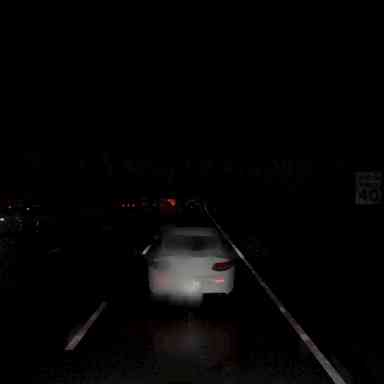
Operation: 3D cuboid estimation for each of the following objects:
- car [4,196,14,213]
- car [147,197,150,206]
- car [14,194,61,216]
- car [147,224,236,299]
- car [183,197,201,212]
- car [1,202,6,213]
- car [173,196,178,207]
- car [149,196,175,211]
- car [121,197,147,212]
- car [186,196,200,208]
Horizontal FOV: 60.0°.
[{"bbox_3d":[-18.533,1.215,36.591,2.150,2.045,5.566,0,0,0],"label":"car"},{"bbox_3d":[-6.806,1.516,49.677,1.812,1.442,4.674,0,0,1],"label":"car"},{"bbox_3d":[-15.043,1.215,33.255,2.150,2.045,5.566,0,0,0],"label":"car"},{"bbox_3d":[-0.012,1.524,8.304,1.812,1.442,4.674,0,0,0],"label":"car"},{"bbox_3d":[-0.012,1.518,39.321,1.812,1.442,4.674,0,0,1],"label":"car"},{"bbox_3d":[-15.106,1.560,22.774,1.994,1.385,4.181,0,0,0],"label":"car"},{"bbox_3d":[-3.308,1.343,49.559,2.097,1.767,4.553,0,0,1],"label":"car"},{"bbox_3d":[-3.508,1.557,39.731,1.994,1.385,4.181,0,0,1],"label":"car"},{"bbox_3d":[-7.012,1.540,39.316,2.033,1.411,5.357,0,0,1],"label":"car"},{"bbox_3d":[0.193,1.468,49.538,1.882,1.535,5.008,0,0,1],"label":"car"}]
